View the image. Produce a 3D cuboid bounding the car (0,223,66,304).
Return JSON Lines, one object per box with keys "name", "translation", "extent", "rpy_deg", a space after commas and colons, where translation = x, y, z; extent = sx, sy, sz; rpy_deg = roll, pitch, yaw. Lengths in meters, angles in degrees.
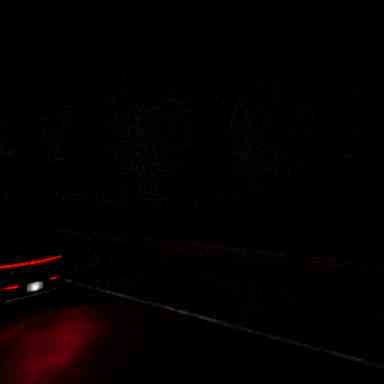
{"name": "car", "translation": [-4.812, 1.440, 7.418], "extent": [4.892, 1.490, 1.837], "rpy_deg": [1, 0, 35]}
